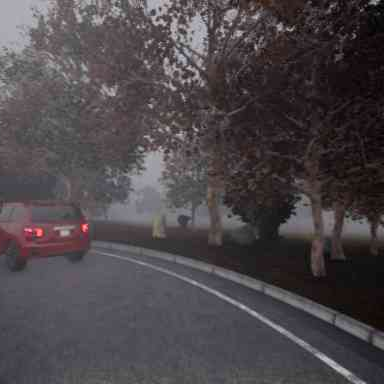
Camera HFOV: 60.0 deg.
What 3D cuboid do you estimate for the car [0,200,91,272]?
[{"bbox_3d":[-5.679,1.311,11.490,5.566,2.045,2.150,-1,0,42],"label":"car"}]
